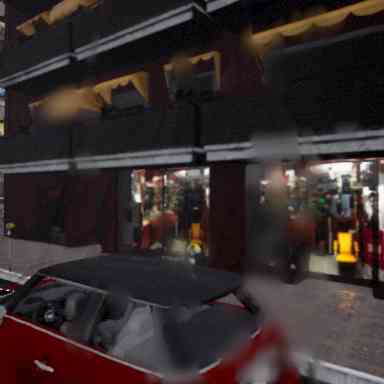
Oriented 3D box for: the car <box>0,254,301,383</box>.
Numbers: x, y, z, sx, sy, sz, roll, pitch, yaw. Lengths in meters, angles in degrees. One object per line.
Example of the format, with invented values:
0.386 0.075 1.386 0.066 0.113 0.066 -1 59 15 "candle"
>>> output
-1.059 1.427 3.633 4.097 1.590 1.967 0 0 36 "car"
